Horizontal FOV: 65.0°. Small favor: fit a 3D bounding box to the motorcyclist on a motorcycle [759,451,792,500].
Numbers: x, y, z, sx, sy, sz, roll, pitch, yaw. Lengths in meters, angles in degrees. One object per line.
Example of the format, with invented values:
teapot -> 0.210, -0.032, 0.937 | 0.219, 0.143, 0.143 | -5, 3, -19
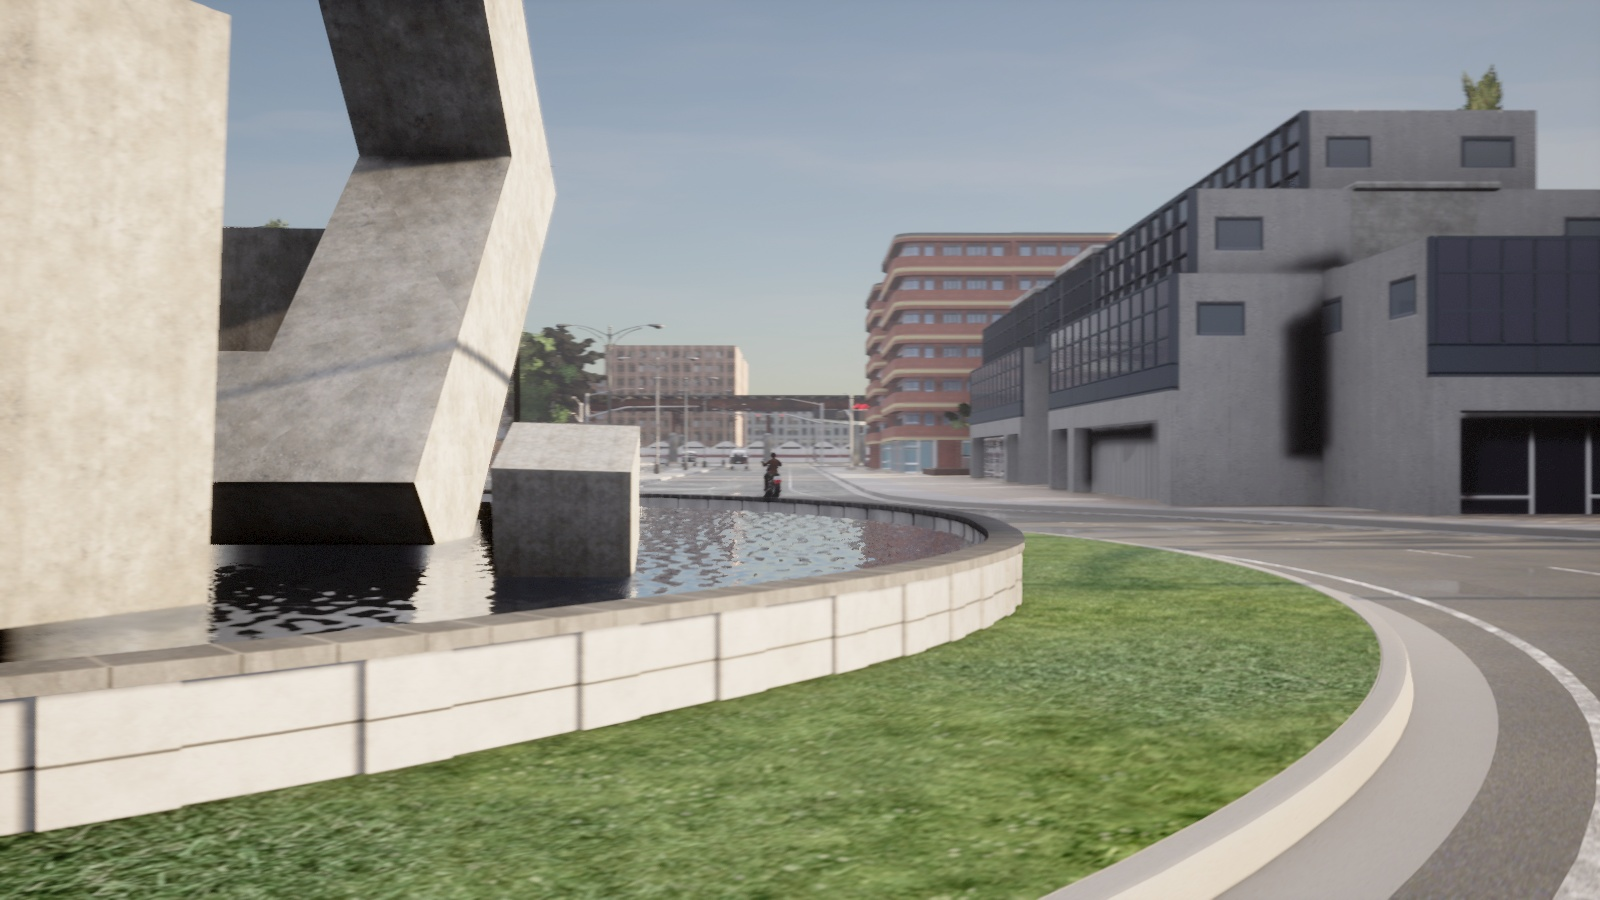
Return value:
motorcyclist on a motorcycle -> -0.869, 0.882, 44.260 | 0.766, 1.649, 2.350 | 0, 0, -11
